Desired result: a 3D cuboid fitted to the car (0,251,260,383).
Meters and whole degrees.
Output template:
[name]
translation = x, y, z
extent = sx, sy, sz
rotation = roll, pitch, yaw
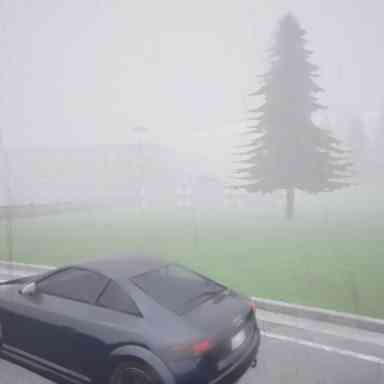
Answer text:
[car]
translation = -1.218, 1.556, 4.598
extent = 4.181, 1.385, 1.994
rotation = 0, 0, 31
